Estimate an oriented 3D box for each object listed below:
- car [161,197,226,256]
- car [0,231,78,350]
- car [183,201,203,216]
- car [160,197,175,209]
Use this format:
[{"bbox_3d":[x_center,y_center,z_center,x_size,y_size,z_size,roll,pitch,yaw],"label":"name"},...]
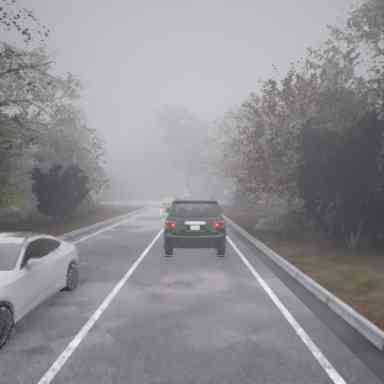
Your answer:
[{"bbox_3d":[0.101,1.240,13.323,2.150,2.045,5.566,0,0,0],"label":"car"},{"bbox_3d":[-3.599,1.535,6.250,1.812,1.442,4.674,0,0,0],"label":"car"},{"bbox_3d":[0.103,1.644,33.573,1.895,1.301,4.718,0,0,0],"label":"car"},{"bbox_3d":[-3.495,1.544,48.717,1.882,1.535,5.008,0,0,0],"label":"car"}]
